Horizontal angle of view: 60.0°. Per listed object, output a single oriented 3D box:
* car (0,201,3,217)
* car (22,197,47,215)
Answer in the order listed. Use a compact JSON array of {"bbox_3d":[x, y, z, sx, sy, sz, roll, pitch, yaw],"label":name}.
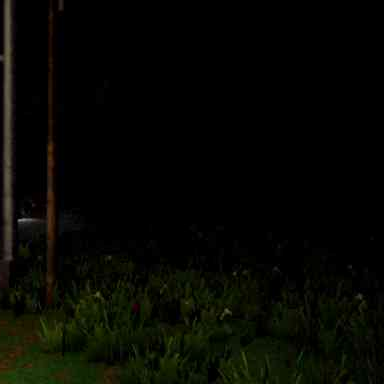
[{"bbox_3d":[-12.692,1.521,19.884,2.033,1.411,5.357,0,0,-13],"label":"car"},{"bbox_3d":[-15.654,1.325,33.655,2.097,1.767,4.553,0,0,-38],"label":"car"}]
